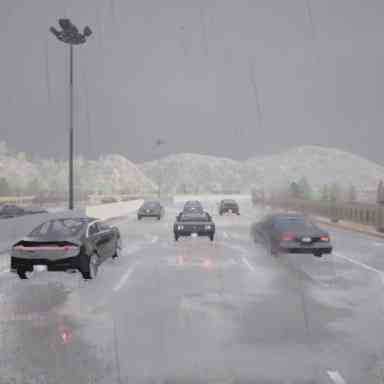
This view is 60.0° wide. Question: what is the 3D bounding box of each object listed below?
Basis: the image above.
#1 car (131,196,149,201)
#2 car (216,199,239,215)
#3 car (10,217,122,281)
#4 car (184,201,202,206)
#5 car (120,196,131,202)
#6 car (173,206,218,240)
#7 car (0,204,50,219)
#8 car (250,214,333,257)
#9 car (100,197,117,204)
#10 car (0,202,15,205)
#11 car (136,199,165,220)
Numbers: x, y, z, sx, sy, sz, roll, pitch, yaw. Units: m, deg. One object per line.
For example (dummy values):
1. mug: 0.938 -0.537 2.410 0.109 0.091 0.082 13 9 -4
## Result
1. car: -9.138 1.551 62.376 2.033 1.411 5.357 0 0 9
2. car: 3.601 1.507 33.695 1.837 1.490 4.892 0 0 0
3. car: -3.401 1.492 9.883 2.128 1.511 4.902 0 0 0
4. car: 0.100 1.566 34.370 1.994 1.385 4.181 0 0 0
5. car: -12.225 1.549 64.989 2.033 1.411 5.357 0 0 11
6. car: 0.101 1.602 16.902 1.895 1.301 4.718 0 0 0
7. car: -10.600 1.602 21.044 1.895 1.301 4.718 0 0 0
8. car: 3.600 1.548 12.974 2.033 1.411 5.357 0 0 0
9. car: -15.970 1.564 63.506 1.994 1.385 4.181 0 0 8
10. car: -14.098 1.494 24.138 2.128 1.511 4.902 0 0 0
11. car: -3.400 1.549 28.182 2.033 1.411 5.357 0 0 0
